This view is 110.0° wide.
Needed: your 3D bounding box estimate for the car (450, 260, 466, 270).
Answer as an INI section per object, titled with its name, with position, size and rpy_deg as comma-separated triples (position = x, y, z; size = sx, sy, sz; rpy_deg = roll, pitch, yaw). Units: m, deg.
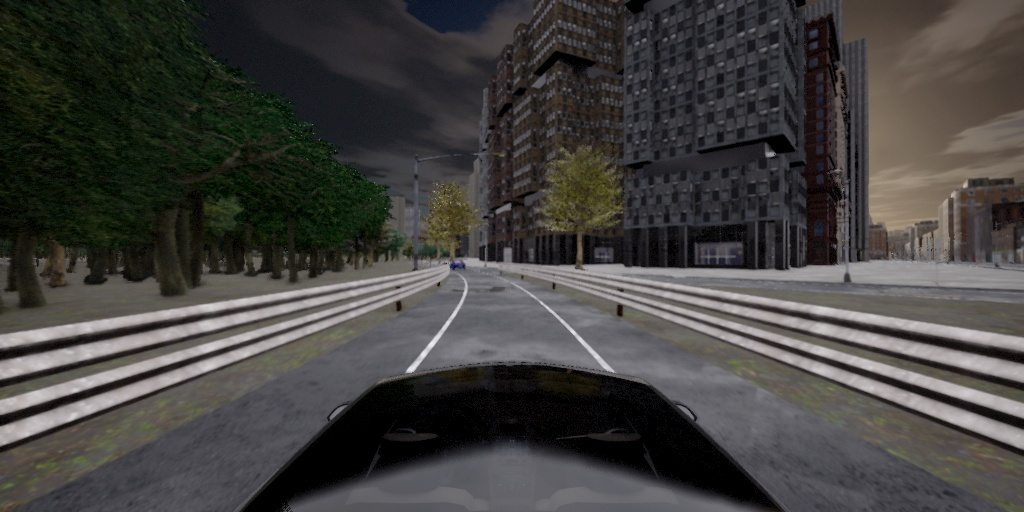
[car]
position = -8.605, 1.372, 56.438
size = 1.882, 1.535, 5.008
rpy_deg = 0, 0, -20
